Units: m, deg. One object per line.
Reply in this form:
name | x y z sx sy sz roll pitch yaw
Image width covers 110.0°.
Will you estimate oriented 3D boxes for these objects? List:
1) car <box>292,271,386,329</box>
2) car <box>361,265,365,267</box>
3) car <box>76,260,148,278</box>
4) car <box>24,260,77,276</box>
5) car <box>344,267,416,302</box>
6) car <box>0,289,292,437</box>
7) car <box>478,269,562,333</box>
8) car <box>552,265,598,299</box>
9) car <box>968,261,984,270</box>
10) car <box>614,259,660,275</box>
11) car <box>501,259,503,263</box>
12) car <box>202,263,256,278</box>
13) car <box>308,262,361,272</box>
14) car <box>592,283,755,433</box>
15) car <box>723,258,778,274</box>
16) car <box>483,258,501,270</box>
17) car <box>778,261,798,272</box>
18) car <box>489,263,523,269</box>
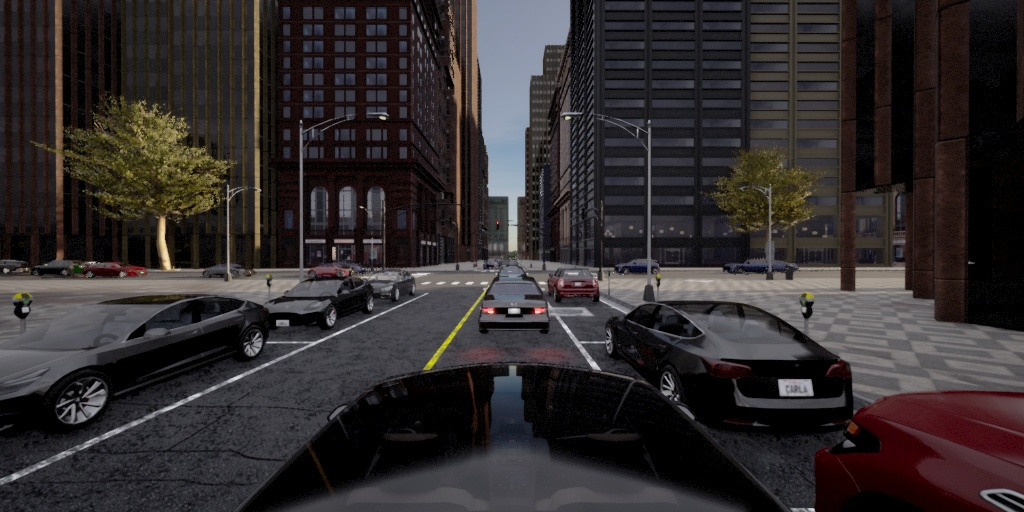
car | -5.766 1.316 11.193 1.948 1.339 4.313 0 0 0
car | -17.930 1.351 38.364 4.181 1.385 1.994 0 0 0
car | -38.481 1.340 34.874 5.008 1.535 1.882 0 0 0
car | -48.045 1.225 38.239 4.553 1.767 2.097 0 0 0
car | -5.768 1.301 16.829 2.007 1.370 4.403 0 0 0
car | -5.764 1.315 5.556 1.948 1.339 4.313 0 0 0
car | 0.061 1.297 10.668 2.033 1.411 5.357 0 0 0
car | 2.757 1.190 16.834 1.967 1.591 4.097 0 0 0
car | 47.712 1.167 38.446 4.674 1.442 1.812 0 0 0
car | 13.336 1.062 38.441 4.553 1.767 2.097 0 0 0
car | -3.092 1.341 63.106 1.994 1.385 4.181 0 0 0
car | -27.482 1.395 34.896 4.181 1.385 1.994 0 0 0
car | -17.475 1.367 34.917 4.181 1.385 1.994 0 0 0
car | 2.761 1.315 5.561 1.948 1.339 4.313 0 0 0
car | 25.228 1.036 38.470 4.553 1.767 2.097 0 0 0
car | -3.071 1.120 53.145 2.097 1.767 4.553 0 0 0
car | 30.140 1.205 41.733 5.357 1.411 2.033 0 0 0
car | -0.007 1.298 20.740 2.033 1.411 5.357 0 0 0
